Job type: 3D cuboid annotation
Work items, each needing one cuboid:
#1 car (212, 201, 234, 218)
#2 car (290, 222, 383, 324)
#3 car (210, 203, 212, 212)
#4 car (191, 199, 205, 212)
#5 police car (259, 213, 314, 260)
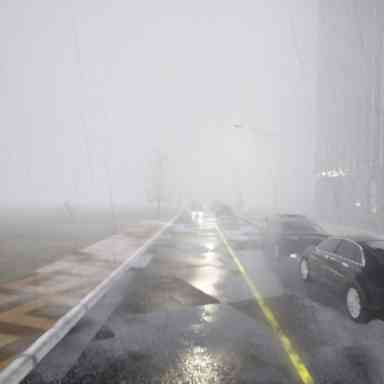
[{"bbox_3d":[3.610,2.071,37.303,1.812,1.442,4.674,2,-1,1],"label":"car"},{"bbox_3d":[3.926,1.717,7.561,1.837,1.490,4.892,2,-1,1],"label":"car"},{"bbox_3d":[3.787,2.033,48.662,2.097,1.767,4.553,2,-1,1],"label":"car"},{"bbox_3d":[0.774,2.073,48.187,2.128,1.511,4.902,2,-1,1],"label":"car"},{"bbox_3d":[4.041,1.712,13.671,1.930,1.638,5.238,2,-1,1],"label":"police car"}]
